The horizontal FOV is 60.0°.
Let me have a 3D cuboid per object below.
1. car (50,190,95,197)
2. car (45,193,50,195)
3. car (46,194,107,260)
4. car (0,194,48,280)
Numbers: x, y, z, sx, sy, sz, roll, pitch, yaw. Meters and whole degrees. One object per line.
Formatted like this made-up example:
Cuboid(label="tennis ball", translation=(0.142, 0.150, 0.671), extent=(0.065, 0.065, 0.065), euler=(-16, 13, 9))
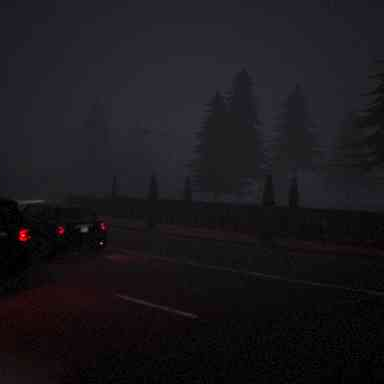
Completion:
Cuboid(label="car", translation=(-14.161, 0.448, 40.546), extent=(2.128, 1.511, 4.902), euler=(3, 2, 37))
Cuboid(label="car", translation=(-16.959, 0.397, 42.649), extent=(1.994, 1.385, 4.181), euler=(3, 2, 37))
Cuboid(label="car", translation=(-5.165, 1.158, 11.901), extent=(4.553, 1.767, 2.097), euler=(2, 1, 36))
Cuboid(label="car", translation=(-6.269, 1.066, 8.380), extent=(5.566, 2.045, 2.150), euler=(2, 1, 36))
